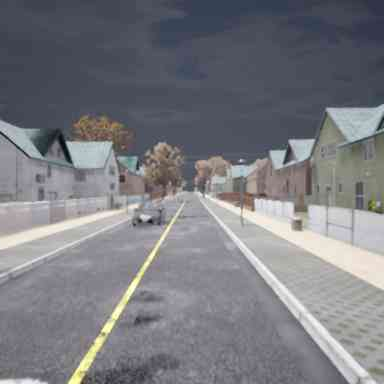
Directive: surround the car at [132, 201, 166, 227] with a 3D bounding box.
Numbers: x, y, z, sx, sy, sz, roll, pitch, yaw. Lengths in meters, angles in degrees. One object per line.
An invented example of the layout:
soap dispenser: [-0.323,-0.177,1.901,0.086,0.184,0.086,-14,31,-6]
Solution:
car: [-2.761,1.380,22.080,2.128,1.511,4.902,0,0,0]
